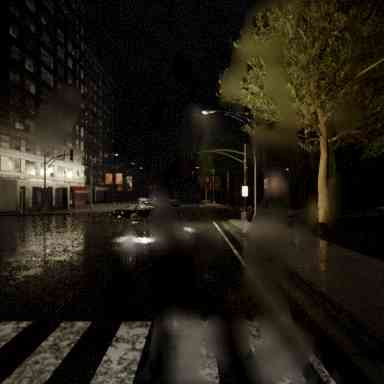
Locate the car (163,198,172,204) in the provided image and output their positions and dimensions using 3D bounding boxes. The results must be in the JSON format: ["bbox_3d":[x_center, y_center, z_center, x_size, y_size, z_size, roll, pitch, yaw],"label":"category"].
[{"bbox_3d":[-6.274,2.308,84.601,1.895,1.301,4.718,0,-1,0],"label":"car"}]

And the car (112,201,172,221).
[{"bbox_3d":[-4.324,1.706,28.526,4.718,1.301,1.895,0,0,-44],"label":"car"}]

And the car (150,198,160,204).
[{"bbox_3d":[-9.522,2.265,85.433,2.033,1.411,5.357,0,-1,0],"label":"car"}]

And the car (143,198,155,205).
[{"bbox_3d":[-9.551,2.108,74.890,2.033,1.411,5.357,0,-1,0],"label":"car"}]

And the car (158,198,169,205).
[{"bbox_3d":[-6.302,2.037,74.277,1.882,1.535,5.008,0,-1,0],"label":"car"}]

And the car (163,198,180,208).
[{"bbox_3d":[-3.097,1.870,55.518,2.033,1.411,5.357,0,-1,1],"label":"car"}]

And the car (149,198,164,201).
[{"bbox_3d":[-6.367,1.973,64.327,2.033,1.411,5.357,0,-1,1],"label":"car"}]

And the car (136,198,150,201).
[{"bbox_3d":[-9.616,1.920,64.593,2.128,1.511,4.902,0,-1,1],"label":"car"}]

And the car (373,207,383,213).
[{"bbox_3d":[42.461,3.997,74.943,5.357,1.411,2.033,4,-3,-45],"label":"car"}]
